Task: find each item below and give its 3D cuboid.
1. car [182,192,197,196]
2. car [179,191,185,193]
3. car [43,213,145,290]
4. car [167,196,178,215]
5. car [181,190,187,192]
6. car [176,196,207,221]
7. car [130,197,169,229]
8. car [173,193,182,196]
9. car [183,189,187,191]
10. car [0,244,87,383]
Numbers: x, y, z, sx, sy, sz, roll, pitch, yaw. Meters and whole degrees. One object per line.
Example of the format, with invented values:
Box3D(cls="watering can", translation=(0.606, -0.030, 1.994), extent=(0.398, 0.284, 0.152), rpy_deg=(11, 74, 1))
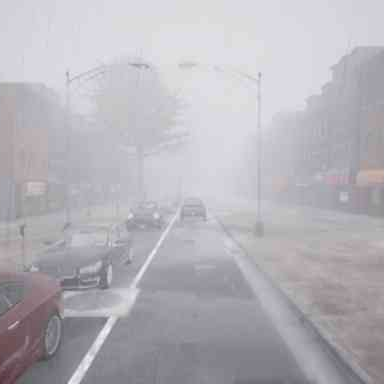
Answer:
Box3D(cls="car", translation=(0.090, 1.152, 41.293), extent=(2.128, 1.511, 4.902), rpy_deg=(0, 1, 0))
Box3D(cls="car", translation=(-2.659, 1.001, 58.593), extent=(1.887, 1.381, 4.507), rpy_deg=(-1, 1, 0))
Box3D(cls="car", translation=(-2.650, 1.498, 8.782), extent=(2.008, 1.369, 4.403), rpy_deg=(-1, 0, 0))
Box3D(cls="car", translation=(-2.654, 1.321, 30.922), extent=(2.008, 1.369, 4.403), rpy_deg=(-1, 1, 0))
Box3D(cls="car", translation=(-2.658, 0.858, 69.671), extent=(1.947, 1.339, 4.313), rpy_deg=(0, 1, 0))
Box3D(cls="car", translation=(0.094, 1.312, 25.506), extent=(2.128, 1.511, 4.902), rpy_deg=(0, 0, 0))
Box3D(cls="car", translation=(-2.654, 1.309, 19.851), extent=(1.967, 1.590, 4.097), rpy_deg=(-1, 0, 0))
Box3D(cls="car", translation=(-2.655, 1.197, 41.991), extent=(1.887, 1.381, 4.507), rpy_deg=(-1, 1, 0))
Box3D(cls="car", translation=(-2.657, 0.508, 86.287), extent=(1.802, 1.307, 4.206), rpy_deg=(0, 1, 0))
Box3D(cls="car", translation=(-2.649, 1.562, 3.249), extent=(1.802, 1.307, 4.206), rpy_deg=(-1, 0, 0))
